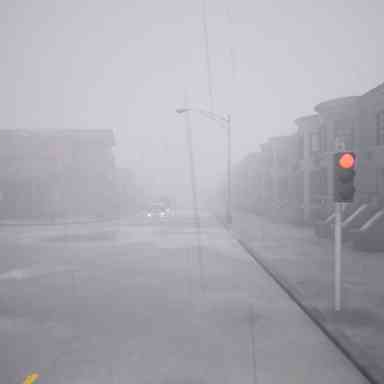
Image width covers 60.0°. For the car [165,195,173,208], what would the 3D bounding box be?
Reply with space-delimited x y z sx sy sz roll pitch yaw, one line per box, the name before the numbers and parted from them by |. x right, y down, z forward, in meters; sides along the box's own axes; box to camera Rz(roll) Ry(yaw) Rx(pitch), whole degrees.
car | -4.146 1.505 48.599 1.837 1.490 4.892 0 0 0

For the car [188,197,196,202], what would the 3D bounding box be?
car | -0.064 1.754 74.067 2.033 1.411 5.357 0 0 0

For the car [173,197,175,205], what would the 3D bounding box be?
car | -4.127 1.352 58.392 2.097 1.767 4.553 0 0 0

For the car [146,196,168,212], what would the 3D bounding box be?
car | -4.147 1.526 39.413 1.812 1.442 4.674 0 0 -1
